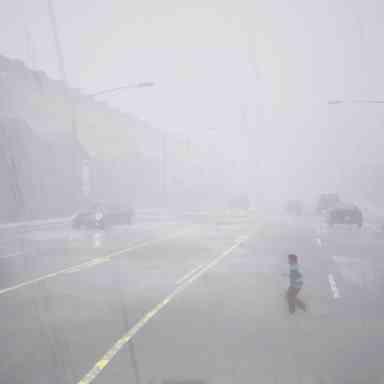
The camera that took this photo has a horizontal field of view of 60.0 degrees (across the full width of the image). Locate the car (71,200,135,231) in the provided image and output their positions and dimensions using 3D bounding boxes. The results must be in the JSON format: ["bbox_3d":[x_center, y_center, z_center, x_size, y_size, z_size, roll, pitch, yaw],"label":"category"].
[{"bbox_3d":[-5.381,1.352,20.684,2.097,1.767,4.553,0,0,19],"label":"car"}]

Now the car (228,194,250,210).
[{"bbox_3d":[6.303,1.275,44.293,2.150,2.045,5.566,0,0,18],"label":"car"}]

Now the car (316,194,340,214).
[{"bbox_3d":[14.512,1.221,35.407,2.150,2.045,5.566,0,0,18],"label":"car"}]

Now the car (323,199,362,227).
[{"bbox_3d":[10.263,1.478,22.694,1.882,1.535,5.008,0,0,18],"label":"car"}]

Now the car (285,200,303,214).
[{"bbox_3d":[11.114,1.547,36.290,2.033,1.411,5.357,0,0,18],"label":"car"}]

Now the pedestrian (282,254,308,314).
[{"bbox_3d":[1.915,1.674,6.044,0.500,1.100,0.500,0,0,17],"label":"pedestrian"}]
